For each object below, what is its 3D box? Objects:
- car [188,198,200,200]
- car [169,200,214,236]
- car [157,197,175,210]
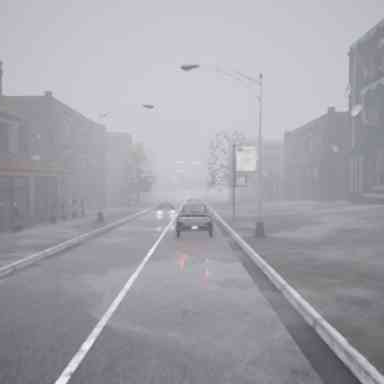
[{"bbox_3d":[0.219,1.368,36.509,2.033,1.411,5.357,0,0,0],"label":"car"},{"bbox_3d":[0.132,1.418,17.857,2.128,1.511,4.902,0,0,0],"label":"car"},{"bbox_3d":[-2.957,1.332,39.150,1.812,1.442,4.674,0,0,0],"label":"car"}]
